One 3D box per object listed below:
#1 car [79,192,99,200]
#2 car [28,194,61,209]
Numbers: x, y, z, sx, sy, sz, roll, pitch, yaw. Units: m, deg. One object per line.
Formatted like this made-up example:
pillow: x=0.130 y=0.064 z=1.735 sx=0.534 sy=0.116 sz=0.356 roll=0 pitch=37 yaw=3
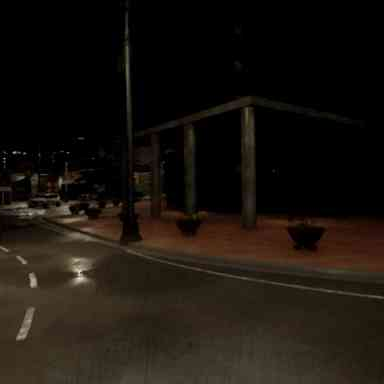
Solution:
car: x=-18.984 y=0.810 z=61.560 sx=2.150 sy=2.045 sz=5.566 roll=-1 pitch=0 yaw=4
car: x=-20.241 y=1.268 z=45.980 sx=2.150 sy=2.045 sz=5.566 roll=-1 pitch=0 yaw=5
